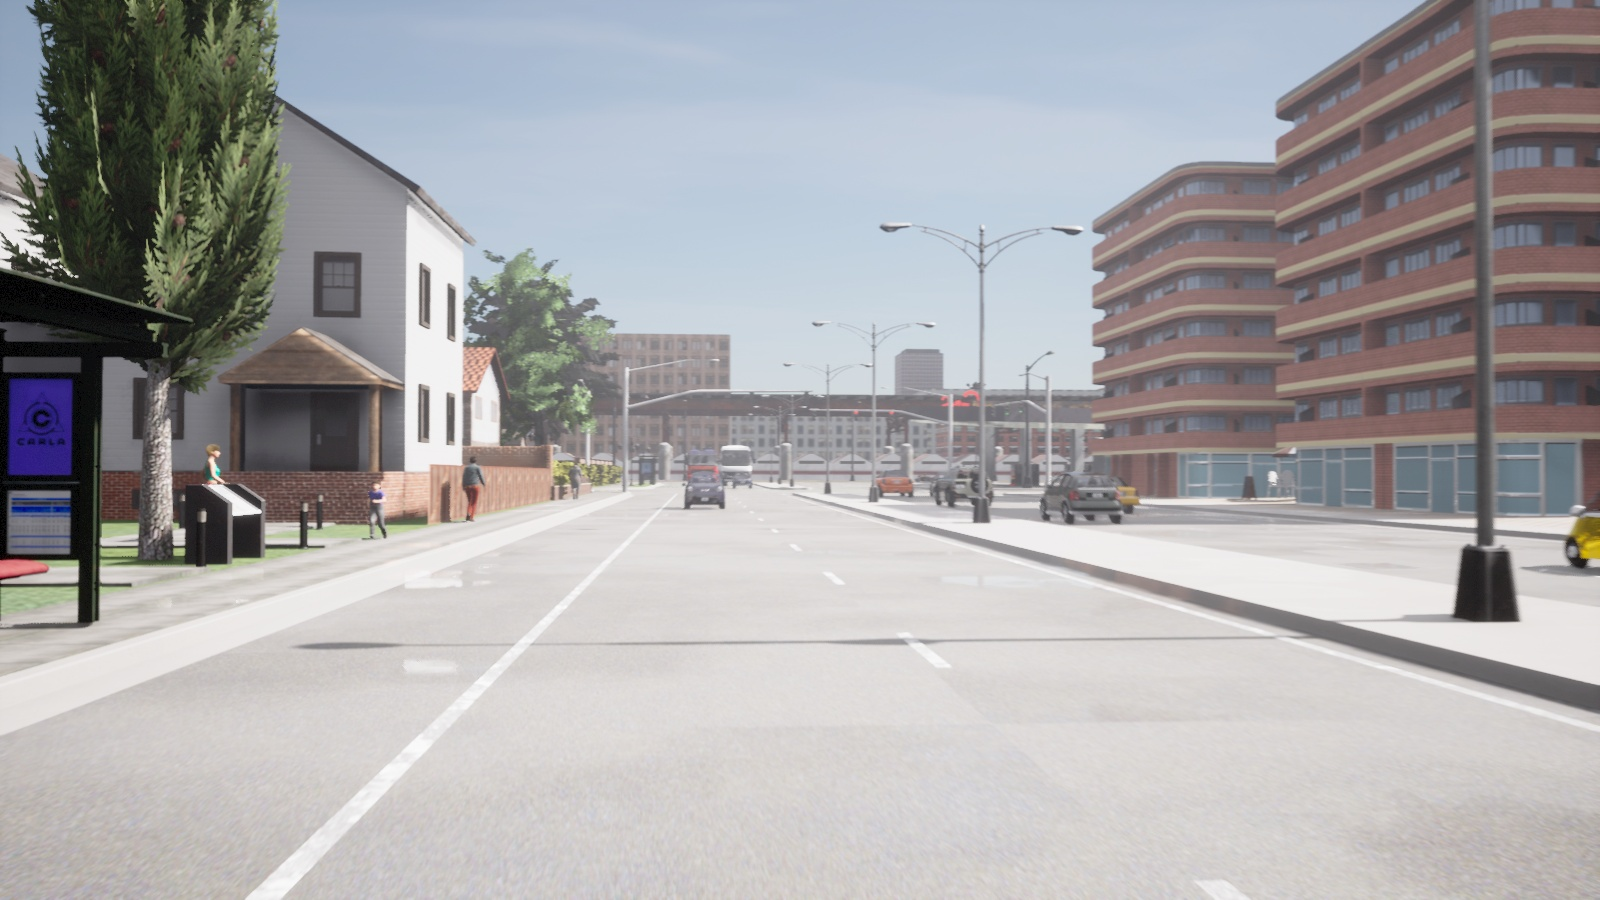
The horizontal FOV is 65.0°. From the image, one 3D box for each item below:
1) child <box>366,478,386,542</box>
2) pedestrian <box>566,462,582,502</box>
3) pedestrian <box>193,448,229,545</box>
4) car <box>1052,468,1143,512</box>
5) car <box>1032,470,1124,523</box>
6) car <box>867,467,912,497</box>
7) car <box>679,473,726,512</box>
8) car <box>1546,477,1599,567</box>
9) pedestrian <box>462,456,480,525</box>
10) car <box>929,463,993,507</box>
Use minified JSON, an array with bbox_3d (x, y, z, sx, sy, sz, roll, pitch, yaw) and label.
[{"bbox_3d":[-8.548,1.201,25.294,0.270,1.263,0.437,0,-1,-2],"label":"child"},{"bbox_3d":[-10.958,1.547,60.911,0.659,1.952,0.873,0,-1,-4],"label":"pedestrian"},{"bbox_3d":[-11.196,0.878,23.880,0.594,1.836,0.345,0,-1,-23],"label":"pedestrian"},{"bbox_3d":[11.327,1.502,48.212,1.801,1.575,5.366,0,-1,-5],"label":"car"},{"bbox_3d":[8.564,1.402,38.993,1.789,1.549,3.705,0,-1,-5],"label":"car"},{"bbox_3d":[5.473,1.935,77.037,2.097,1.767,4.553,0,-1,-4],"label":"car"},{"bbox_3d":[-3.966,1.707,51.209,1.845,1.501,3.633,0,-1,-5],"label":"car"},{"bbox_3d":[13.273,1.137,20.072,1.481,1.376,2.207,0,-1,5],"label":"car"},{"bbox_3d":[-8.907,1.085,33.980,0.353,1.847,0.614,0,-1,-3],"label":"pedestrian"},{"bbox_3d":[7.157,1.538,56.310,1.932,1.855,4.605,0,-1,-5],"label":"car"}]
